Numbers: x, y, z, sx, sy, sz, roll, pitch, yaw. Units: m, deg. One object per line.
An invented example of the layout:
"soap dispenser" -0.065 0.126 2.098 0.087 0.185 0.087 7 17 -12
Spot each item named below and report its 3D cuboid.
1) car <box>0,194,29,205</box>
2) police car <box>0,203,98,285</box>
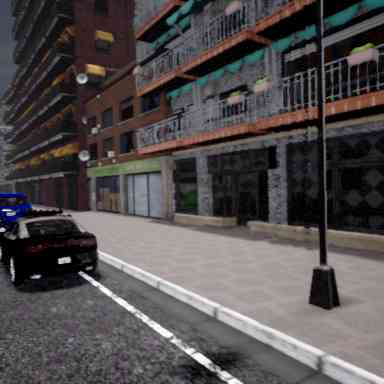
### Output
"car" -10.010 1.116 17.814 2.150 2.045 5.566 -2 1 -35
"police car" -4.332 1.333 9.615 1.930 1.638 5.238 -2 1 -34
